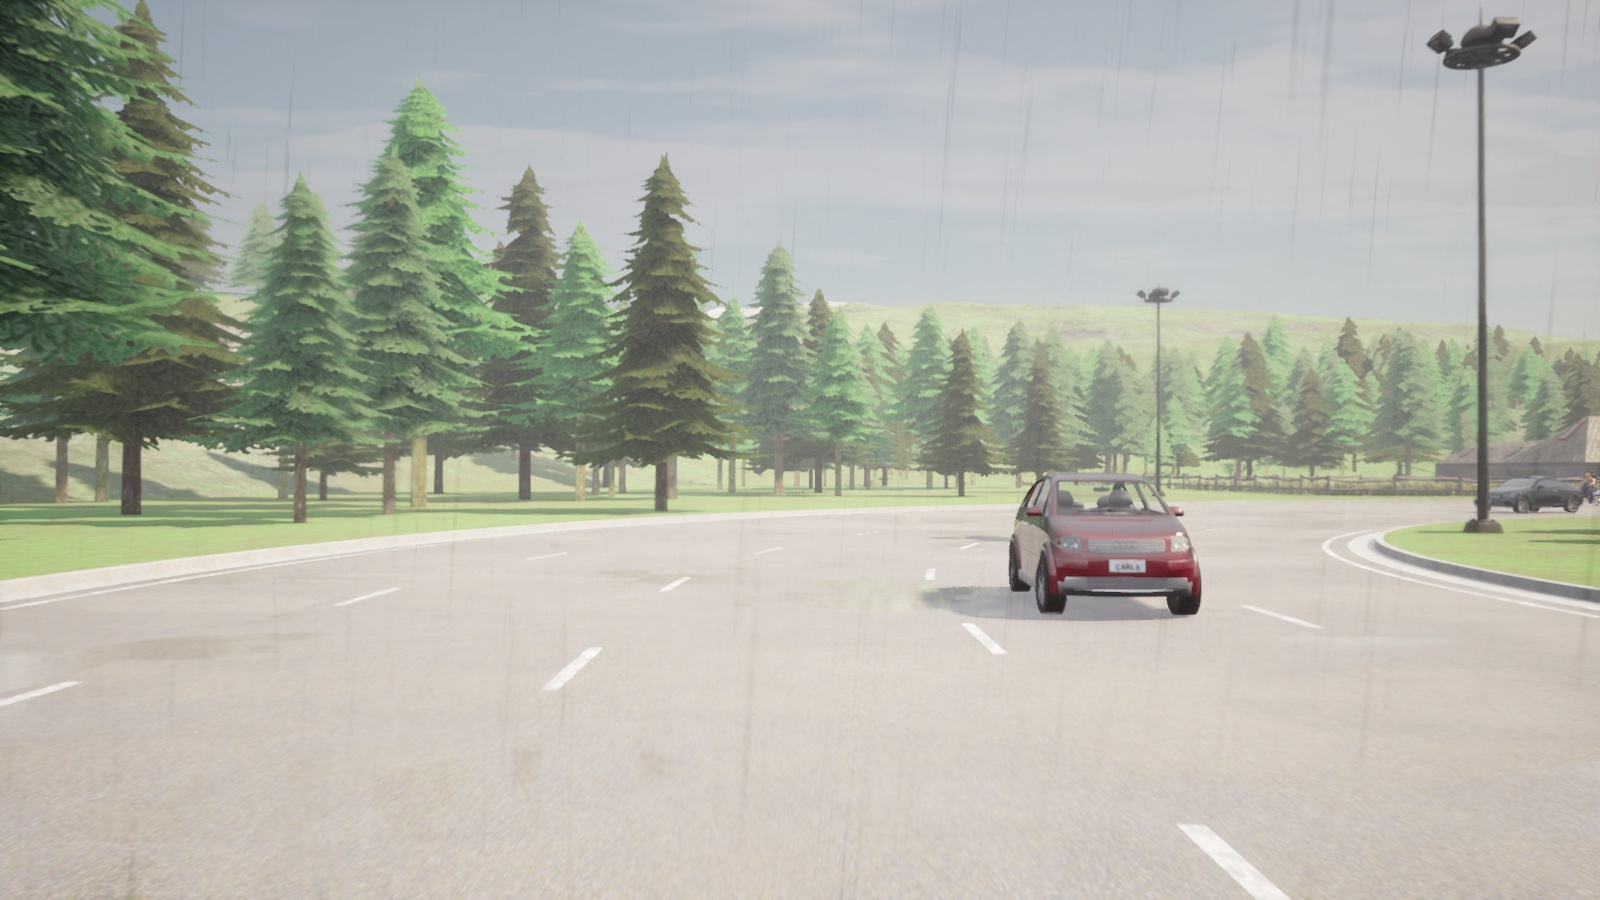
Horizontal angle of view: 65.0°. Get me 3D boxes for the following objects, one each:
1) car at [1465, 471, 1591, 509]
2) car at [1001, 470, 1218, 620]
[{"bbox_3d":[28.800,1.547,49.673,4.674,1.442,1.812,0,-1,-23],"label":"car"},{"bbox_3d":[3.513,1.026,14.923,1.789,1.549,3.705,0,-1,2],"label":"car"}]
